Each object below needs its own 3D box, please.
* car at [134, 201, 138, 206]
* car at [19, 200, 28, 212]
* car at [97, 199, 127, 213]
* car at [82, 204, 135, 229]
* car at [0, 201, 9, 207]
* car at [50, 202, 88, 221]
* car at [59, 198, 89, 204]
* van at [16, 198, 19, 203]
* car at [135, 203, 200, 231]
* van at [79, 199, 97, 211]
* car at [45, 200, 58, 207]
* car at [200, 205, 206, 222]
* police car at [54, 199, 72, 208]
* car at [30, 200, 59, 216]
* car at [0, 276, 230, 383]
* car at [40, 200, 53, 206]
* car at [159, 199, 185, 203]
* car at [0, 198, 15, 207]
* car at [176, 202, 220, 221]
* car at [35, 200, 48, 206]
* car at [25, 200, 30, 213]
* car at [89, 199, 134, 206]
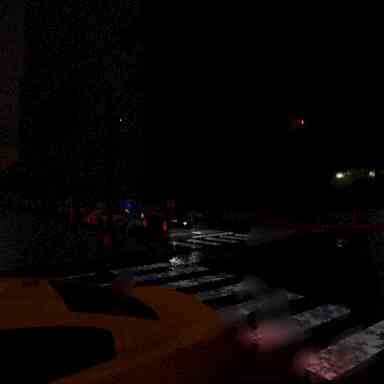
[{"bbox_3d":[-5.264,2.005,37.786,1.802,1.307,4.206,-1,0,-35],"label":"car"},{"bbox_3d":[-23.324,2.157,48.445,1.967,1.590,4.097,-1,0,-35],"label":"car"},{"bbox_3d":[-11.156,1.875,46.084,2.192,1.841,5.009,-1,0,-35],"label":"car"},{"bbox_3d":[-6.236,1.843,24.416,1.752,1.417,4.829,-1,0,-35],"label":"car"},{"bbox_3d":[-44.383,2.771,78.066,1.802,1.307,4.206,-1,0,-35],"label":"car"},{"bbox_3d":[-11.996,2.004,32.518,2.008,1.369,4.403,-1,0,-35],"label":"car"},{"bbox_3d":[-13.724,1.755,39.578,2.150,2.045,5.566,0,-1,-35],"label":"car"},{"bbox_3d":[-26.157,2.123,52.427,1.690,1.788,3.998,-1,0,-35],"label":"van"},{"bbox_3d":[-1.807,1.759,22.839,1.837,1.490,4.892,0,-1,-35],"label":"car"},{"bbox_3d":[-17.042,2.038,54.383,1.690,1.788,3.998,-1,0,-35],"label":"van"},{"bbox_3d":[-31.710,2.595,74.954,1.947,1.339,4.313,-1,0,-35],"label":"car"},{"bbox_3d":[-1.234,1.887,27.326,1.895,1.301,4.718,0,-1,-34],"label":"car"},{"bbox_3d":[-25.432,2.307,65.456,1.930,1.638,5.238,0,-1,-35],"label":"police car"},{"bbox_3d":[-17.664,1.901,40.482,2.192,1.841,5.009,-1,0,-35],"label":"car"},{"bbox_3d":[-1.994,1.477,2.262,5.008,1.535,1.882,0,0,-36],"label":"car"},{"bbox_3d":[-34.726,2.660,79.195,1.947,1.339,4.313,-1,0,-35],"label":"car"},{"bbox_3d":[-2.327,1.669,33.637,2.192,1.841,5.009,-1,0,-35],"label":"car"},{"bbox_3d":[-41.268,2.666,73.684,1.887,1.381,4.507,-1,0,-35],"label":"car"},{"bbox_3d":[0.622,1.829,29.487,1.887,1.381,4.507,-1,0,-35],"label":"car"},{"bbox_3d":[-37.740,2.710,83.434,2.008,1.369,4.403,-1,0,-35],"label":"car"},{"bbox_3d":[-20.491,2.196,44.463,1.887,1.381,4.507,-1,0,-35],"label":"car"},{"bbox_3d":[-7.565,1.741,30.900,2.097,1.767,4.553,0,-1,-35],"label":"car"}]
